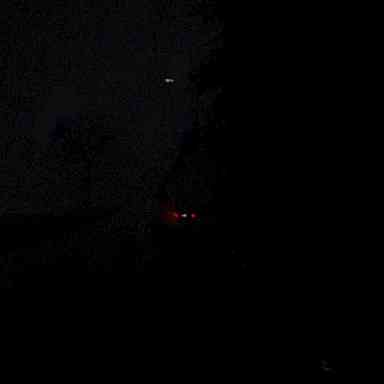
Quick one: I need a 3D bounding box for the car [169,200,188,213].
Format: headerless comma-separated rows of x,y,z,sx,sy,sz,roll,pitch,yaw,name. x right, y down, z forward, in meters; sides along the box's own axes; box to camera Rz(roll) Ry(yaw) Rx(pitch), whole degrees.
-1.756,1.797,41.259,2.033,1.411,5.357,0,0,-5,car

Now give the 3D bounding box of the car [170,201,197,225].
-0.623,1.672,25.203,2.033,1.411,5.357,0,0,-3,car
